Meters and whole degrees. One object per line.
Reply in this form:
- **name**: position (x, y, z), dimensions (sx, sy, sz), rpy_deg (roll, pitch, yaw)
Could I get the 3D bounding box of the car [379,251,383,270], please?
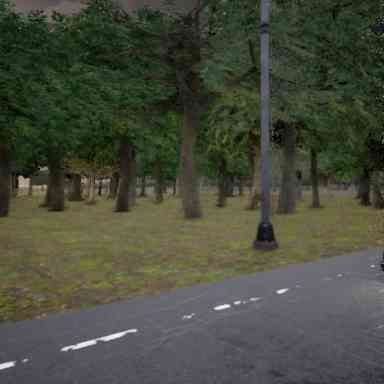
- **car**: position (7.386, 1.506, 9.260), dimensions (5.357, 1.411, 2.033), rpy_deg (0, 0, -35)
